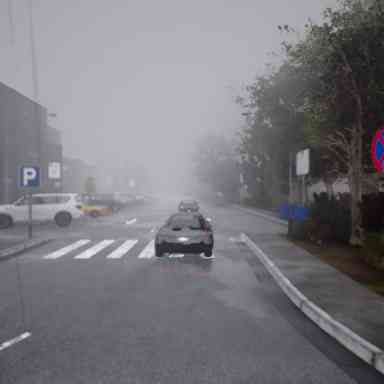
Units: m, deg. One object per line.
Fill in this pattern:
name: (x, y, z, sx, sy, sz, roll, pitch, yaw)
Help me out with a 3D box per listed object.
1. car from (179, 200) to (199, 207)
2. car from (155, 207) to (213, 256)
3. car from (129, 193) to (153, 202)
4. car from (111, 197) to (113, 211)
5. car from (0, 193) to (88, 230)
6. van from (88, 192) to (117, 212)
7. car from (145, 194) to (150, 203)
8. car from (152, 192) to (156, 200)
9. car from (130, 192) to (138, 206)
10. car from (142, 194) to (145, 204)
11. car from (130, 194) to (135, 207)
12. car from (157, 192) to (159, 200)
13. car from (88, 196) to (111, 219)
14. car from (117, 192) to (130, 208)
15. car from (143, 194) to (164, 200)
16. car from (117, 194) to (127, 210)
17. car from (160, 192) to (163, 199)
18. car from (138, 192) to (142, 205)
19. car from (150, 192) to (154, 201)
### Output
car: (-0.351, 1.463, 33.072, 1.895, 1.301, 4.718, 0, 0, -1)
car: (-0.221, 1.491, 12.723, 1.994, 1.385, 4.181, 0, 0, 2)
car: (-10.520, 1.156, 68.763, 4.553, 1.767, 2.185, -1, 0, -21)
car: (-9.817, 1.402, 29.740, 4.674, 1.452, 2.002, -1, 0, -21)
car: (-9.648, 1.139, 20.706, 5.566, 2.045, 2.435, -1, 0, -21)
van: (-9.980, 1.129, 32.694, 4.442, 1.987, 1.878, -1, 0, -21)
car: (-10.215, 1.045, 53.774, 5.566, 2.045, 2.435, -1, 0, -21)
car: (-10.376, 1.033, 62.790, 5.566, 2.045, 2.435, -1, 0, -21)
car: (-10.055, 1.191, 44.760, 4.553, 1.767, 2.185, -1, 0, -21)
car: (-10.162, 1.332, 50.775, 4.792, 1.488, 2.163, -1, 0, -21)
car: (-10.035, 1.366, 41.752, 4.674, 1.452, 2.002, -1, 0, -21)
car: (-10.566, 1.309, 74.784, 4.792, 1.488, 2.163, -1, 0, -21)
car: (-9.577, 1.366, 26.803, 5.366, 1.575, 1.946, -1, 0, -21)
car: (-10.015, 1.209, 38.743, 4.553, 1.767, 2.185, -1, 0, -21)
car: (-10.782, 1.285, 92.842, 5.366, 1.575, 1.946, -1, 0, -21)
car: (-9.919, 1.343, 35.742, 5.008, 1.535, 2.097, -1, 0, -21)
car: (-10.834, 1.288, 86.773, 4.892, 1.521, 2.231, -1, 0, -21)
car: (-10.106, 1.184, 47.761, 4.553, 1.767, 2.185, -1, 0, -21)
car: (-10.163, 1.282, 59.836, 5.366, 1.575, 1.946, -1, 0, -21)
